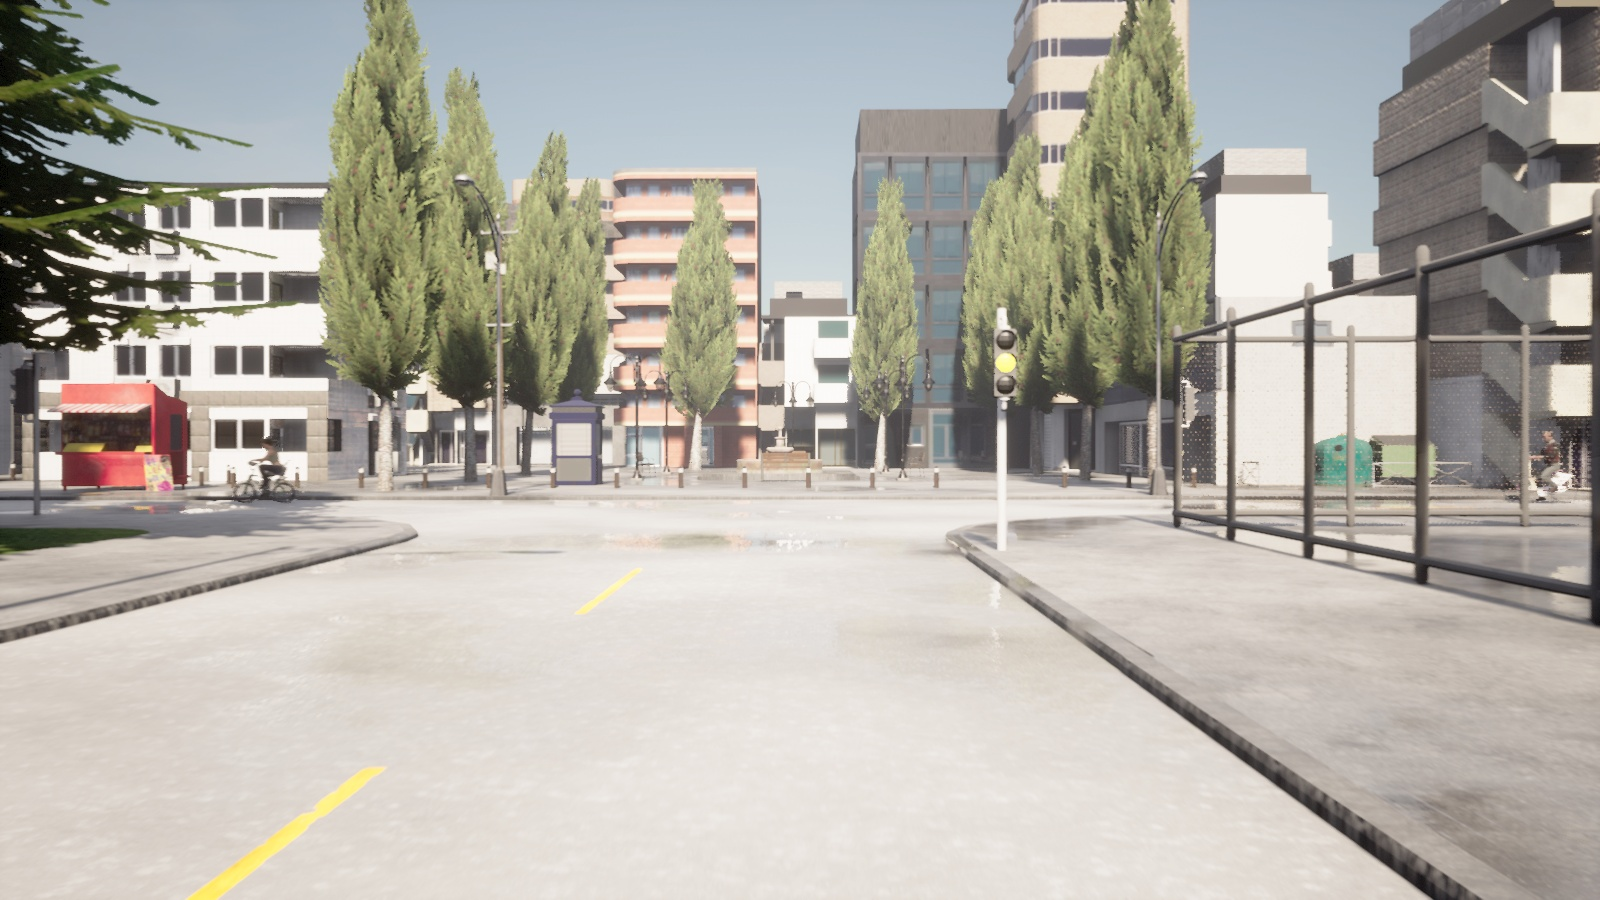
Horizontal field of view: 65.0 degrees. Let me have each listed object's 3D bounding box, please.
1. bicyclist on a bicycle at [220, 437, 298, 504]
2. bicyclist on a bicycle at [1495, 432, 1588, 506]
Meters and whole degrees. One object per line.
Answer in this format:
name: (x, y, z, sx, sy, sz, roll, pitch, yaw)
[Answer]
bicyclist on a bicycle: (-13.183, 0.500, 30.633, 1.509, 1.612, 0.866, 0, 0, 1)
bicyclist on a bicycle: (18.003, 0.460, 30.513, 1.843, 1.776, 0.659, 0, 0, 0)
